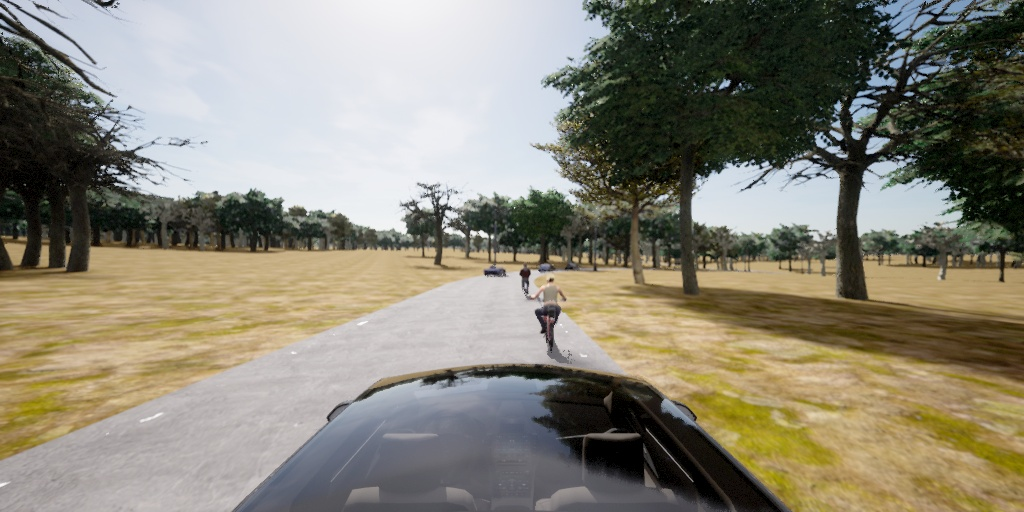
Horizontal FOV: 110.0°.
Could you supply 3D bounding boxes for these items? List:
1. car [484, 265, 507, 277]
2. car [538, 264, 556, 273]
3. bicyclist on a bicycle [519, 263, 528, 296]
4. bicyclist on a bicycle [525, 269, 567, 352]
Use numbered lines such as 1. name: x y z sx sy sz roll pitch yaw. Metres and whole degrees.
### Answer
1. car: -1.951 1.762 41.916 1.895 1.301 4.718 0 -1 10
2. car: 5.823 1.975 58.956 2.033 1.411 5.357 0 -1 20
3. bicyclist on a bicycle: 0.680 1.256 18.470 0.659 1.776 1.843 0 0 -1
4. bicyclist on a bicycle: 0.809 1.181 7.869 0.866 1.612 1.509 1 -1 -1
